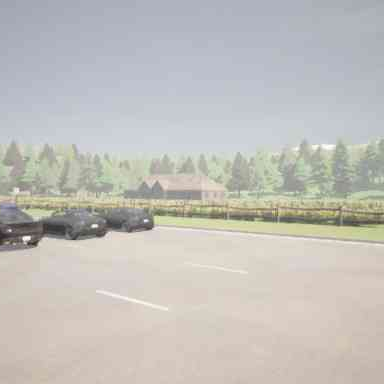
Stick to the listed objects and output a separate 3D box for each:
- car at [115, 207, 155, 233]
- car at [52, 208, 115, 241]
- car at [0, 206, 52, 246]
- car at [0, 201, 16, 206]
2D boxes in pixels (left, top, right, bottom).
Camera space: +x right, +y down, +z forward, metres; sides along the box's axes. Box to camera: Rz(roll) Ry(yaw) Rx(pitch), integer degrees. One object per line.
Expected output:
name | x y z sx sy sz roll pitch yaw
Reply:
car | -4.204 1.572 19.765 4.181 1.385 1.994 0 0 36
car | -6.236 1.572 16.916 4.181 1.385 1.994 0 0 36
car | -8.269 1.516 14.066 4.892 1.490 1.837 0 0 36
car | -16.415 1.533 28.476 4.674 1.442 1.812 0 0 36
